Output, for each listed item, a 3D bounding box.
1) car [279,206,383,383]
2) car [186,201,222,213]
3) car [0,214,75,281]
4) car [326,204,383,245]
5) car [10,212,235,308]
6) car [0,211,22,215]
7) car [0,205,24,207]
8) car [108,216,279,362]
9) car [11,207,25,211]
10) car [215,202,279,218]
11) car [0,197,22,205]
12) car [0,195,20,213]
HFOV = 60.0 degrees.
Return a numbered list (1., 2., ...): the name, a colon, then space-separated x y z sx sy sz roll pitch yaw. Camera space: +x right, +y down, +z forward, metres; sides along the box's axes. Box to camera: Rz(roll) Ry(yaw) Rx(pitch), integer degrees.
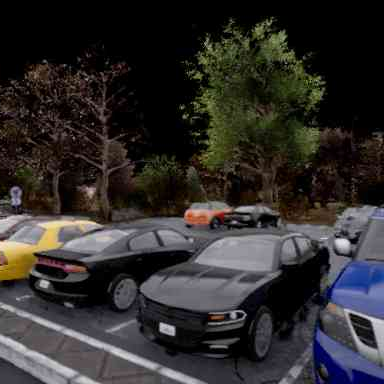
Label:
1. car: 3.418 1.207 4.568 2.435 2.045 5.566 0 0 36
2. car: 1.501 1.353 21.392 2.185 1.767 4.553 0 0 36
3. car: -3.356 1.471 9.669 1.946 1.575 5.366 0 0 36
4. car: 8.416 1.464 16.497 2.231 1.521 4.892 0 0 36
5. car: -1.167 1.469 7.871 2.097 1.535 5.008 0 0 36
6. car: -5.762 1.520 11.163 2.002 1.452 4.674 0 0 36
7. car: -10.346 1.520 14.469 2.163 1.488 4.792 0 0 36
8. car: 1.138 1.464 6.238 2.097 1.535 5.008 0 0 36
9. car: -8.061 1.525 12.805 2.002 1.452 4.674 0 0 36
10. car: 3.713 1.474 19.844 2.097 1.535 5.008 0 0 36
11. car: -21.821 1.559 38.356 2.185 1.767 4.553 0 0 35
12. car: -24.058 1.433 40.018 2.435 2.045 5.566 0 0 35
